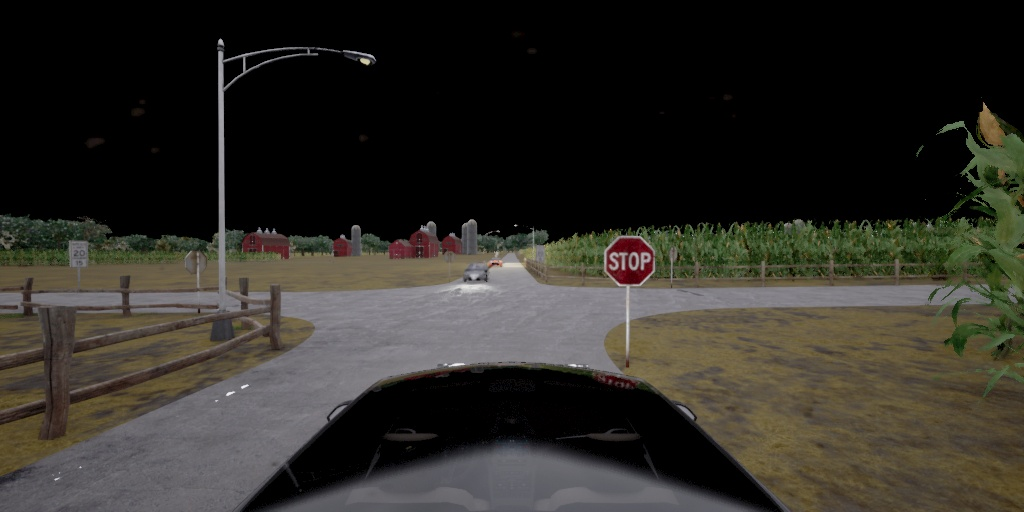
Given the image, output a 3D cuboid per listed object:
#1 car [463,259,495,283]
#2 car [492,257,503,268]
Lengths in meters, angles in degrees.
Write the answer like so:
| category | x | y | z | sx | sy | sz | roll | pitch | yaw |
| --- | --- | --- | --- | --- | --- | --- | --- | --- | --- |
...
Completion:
| category | x | y | z | sx | sy | sz | roll | pitch | yaw |
| --- | --- | --- | --- | --- | --- | --- | --- | --- | --- |
| car | -2.690 | 1.273 | 28.008 | 2.128 | 1.511 | 4.902 | 0 | 1 | 0 |
| car | -2.614 | 0.984 | 58.699 | 2.097 | 1.767 | 4.553 | 0 | 0 | 0 |
